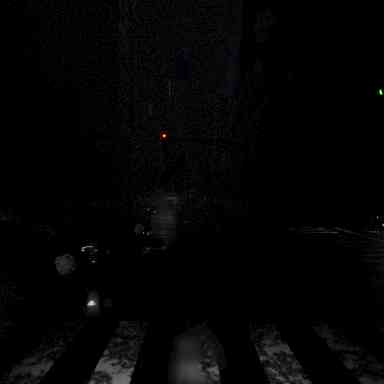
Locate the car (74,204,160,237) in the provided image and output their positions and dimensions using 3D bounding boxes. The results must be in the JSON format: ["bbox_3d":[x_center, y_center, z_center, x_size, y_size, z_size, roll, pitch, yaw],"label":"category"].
[{"bbox_3d":[-4.464,1.491,15.794,5.357,1.411,2.033,0,1,-39],"label":"car"}]

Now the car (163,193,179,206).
[{"bbox_3d":[-3.287,1.211,52.158,2.150,2.045,5.566,0,0,0],"label":"car"}]

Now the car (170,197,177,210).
[{"bbox_3d":[-3.263,1.592,41.568,1.895,1.301,4.718,0,0,0],"label":"car"}]

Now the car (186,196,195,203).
[{"bbox_3d":[-0.244,1.583,73.033,1.895,1.301,4.718,0,0,0],"label":"car"}]

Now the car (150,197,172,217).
[{"bbox_3d":[-3.222,1.518,31.607,1.812,1.442,4.674,0,0,-1],"label":"car"}]

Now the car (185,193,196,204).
[{"bbox_3d":[-0.123,1.480,62.586,2.128,1.511,4.902,0,0,0],"label":"car"}]

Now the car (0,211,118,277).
[{"bbox_3d":[-4.927,1.473,9.600,5.008,1.535,1.882,0,0,0],"label":"car"}]

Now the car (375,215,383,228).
[{"bbox_3d":[13.487,1.652,19.613,4.718,1.301,1.895,0,1,0],"label":"car"}]
